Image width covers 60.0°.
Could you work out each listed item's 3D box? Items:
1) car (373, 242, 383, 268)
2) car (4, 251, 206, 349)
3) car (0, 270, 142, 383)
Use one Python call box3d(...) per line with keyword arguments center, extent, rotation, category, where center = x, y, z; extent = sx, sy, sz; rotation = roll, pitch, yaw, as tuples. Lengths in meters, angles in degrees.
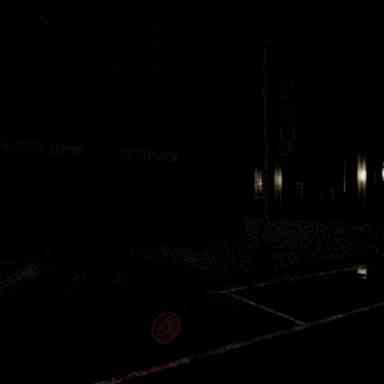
box3d(center=(7.695, 1.764, 10.766), extent=(4.403, 1.369, 2.008), rotation=(1, -1, -31), category="car")
box3d(center=(-1.917, 1.640, 5.010), extent=(4.507, 1.381, 1.887), rotation=(1, -1, -31), category="car")
box3d(center=(-2.852, 1.530, 1.344), extent=(4.892, 1.490, 1.837), rotation=(1, -1, -31), category="car")
